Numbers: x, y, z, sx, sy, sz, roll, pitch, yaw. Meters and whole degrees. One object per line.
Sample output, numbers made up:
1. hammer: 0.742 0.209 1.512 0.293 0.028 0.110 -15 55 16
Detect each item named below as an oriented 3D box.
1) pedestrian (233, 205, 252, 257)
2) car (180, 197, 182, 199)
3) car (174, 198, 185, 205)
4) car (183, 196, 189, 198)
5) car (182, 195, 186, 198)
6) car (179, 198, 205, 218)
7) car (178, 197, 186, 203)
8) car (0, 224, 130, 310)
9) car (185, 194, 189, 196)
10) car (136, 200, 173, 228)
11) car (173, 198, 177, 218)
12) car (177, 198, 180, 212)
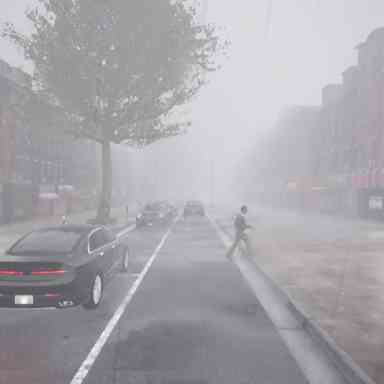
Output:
1. pedestrian: 1.642 1.304 10.771 0.375 1.860 0.375 1 0 0
2. car: -2.554 1.759 44.728 2.008 1.369 4.403 -1 0 0
3. car: -2.505 1.893 66.868 2.008 1.369 4.403 -1 0 0
4. car: 0.179 1.698 44.566 2.128 1.511 4.902 0 0 1
5. car: -2.531 1.725 55.798 1.967 1.590 4.097 -1 0 0
6. car: 0.166 1.597 31.644 2.128 1.511 4.902 0 0 0
7. car: -2.468 1.973 83.474 1.802 1.307 4.206 -1 0 0
8. car: -2.732 1.511 7.840 1.837 1.490 4.892 0 0 0
9. car: -2.445 1.960 94.541 1.887 1.381 4.507 -1 0 0
10. car: -2.599 1.492 22.601 1.967 1.590 4.097 -1 0 0
11. car: -2.588 1.523 28.132 1.967 1.590 4.097 -1 0 0
12. car: -2.565 1.746 39.194 1.802 1.307 4.206 -1 0 0
